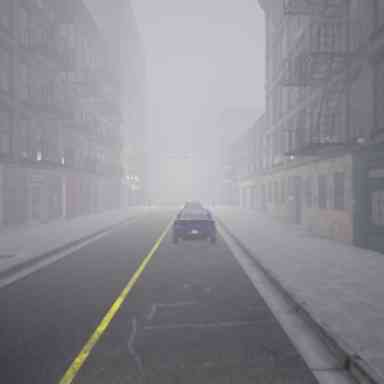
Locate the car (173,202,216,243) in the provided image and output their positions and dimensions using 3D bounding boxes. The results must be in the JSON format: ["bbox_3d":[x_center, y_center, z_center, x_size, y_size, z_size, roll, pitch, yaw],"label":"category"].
[{"bbox_3d":[0.104,1.483,16.105,1.882,1.535,5.008,0,0,0],"label":"car"}]
